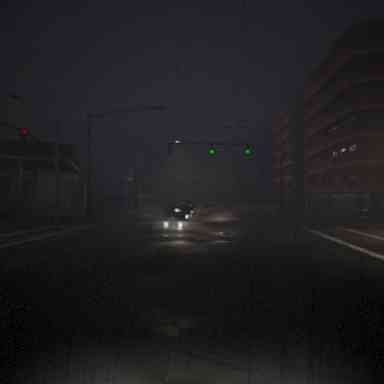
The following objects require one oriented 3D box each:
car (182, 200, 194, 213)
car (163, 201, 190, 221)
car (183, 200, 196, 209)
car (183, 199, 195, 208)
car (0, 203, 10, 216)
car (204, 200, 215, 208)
[{"bbox_3d":[-1.178,2.002,40.941,1.994,1.385,4.181,0,-1,2],"label":"car"},{"bbox_3d":[-1.532,1.889,31.708,2.033,1.411,5.357,0,-1,2],"label":"car"},{"bbox_3d":[-0.434,2.197,59.539,1.994,1.385,4.181,0,-1,2],"label":"car"},{"bbox_3d":[-0.846,1.880,49.533,2.097,1.767,4.553,0,-1,2],"label":"car"},{"bbox_3d":[-22.189,1.916,36.894,3.806,1.475,1.970,0,-1,3],"label":"car"},{"bbox_3d":[3.318,2.171,61.796,1.812,1.442,4.674,0,-1,2],"label":"car"}]
